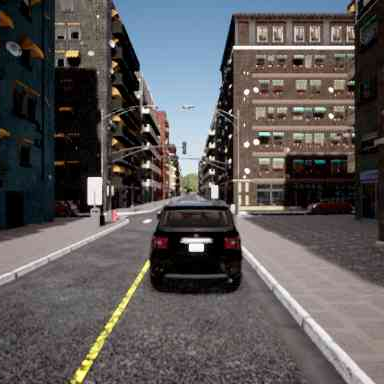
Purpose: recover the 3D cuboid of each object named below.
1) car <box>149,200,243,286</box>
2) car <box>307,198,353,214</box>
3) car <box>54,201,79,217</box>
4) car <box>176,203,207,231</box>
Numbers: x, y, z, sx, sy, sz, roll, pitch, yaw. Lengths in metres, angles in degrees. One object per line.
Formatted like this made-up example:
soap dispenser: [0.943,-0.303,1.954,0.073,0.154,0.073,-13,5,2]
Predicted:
car: [0.095,1.236,9.557,2.150,2.045,5.566,0,0,0]
car: [13.561,1.360,32.932,4.097,1.590,1.967,-1,0,0]
car: [-13.544,1.619,33.010,4.097,1.590,1.967,-1,0,0]
car: [-0.088,1.539,21.855,1.837,1.490,4.892,0,0,-2]
